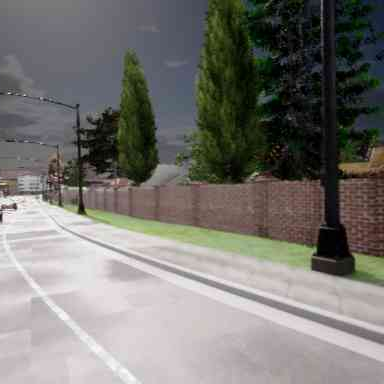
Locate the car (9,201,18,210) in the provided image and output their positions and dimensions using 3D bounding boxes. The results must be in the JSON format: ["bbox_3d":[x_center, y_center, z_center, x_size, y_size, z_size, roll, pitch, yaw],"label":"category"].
[{"bbox_3d":[-28.388,2.143,51.762,1.994,1.385,4.181,-2,0,-26],"label":"car"}]

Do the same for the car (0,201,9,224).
[{"bbox_3d":[-16.009,1.724,26.176,2.128,1.511,4.902,-2,0,-26],"label":"car"}]
